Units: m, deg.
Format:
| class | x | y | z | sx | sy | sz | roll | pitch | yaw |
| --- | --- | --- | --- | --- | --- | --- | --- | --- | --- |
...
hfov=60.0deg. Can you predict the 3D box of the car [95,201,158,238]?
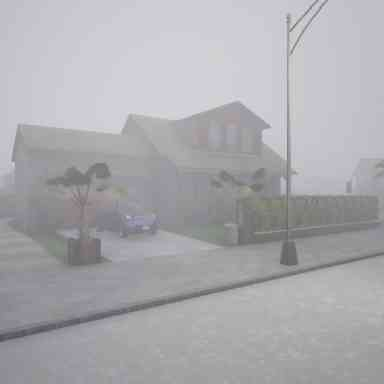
| class | x | y | z | sx | sy | sz | roll | pitch | yaw |
| --- | --- | --- | --- | --- | --- | --- | --- | --- | --- |
| car | -3.041 | 1.174 | 15.278 | 1.845 | 1.501 | 3.633 | 0 | 0 | -38 |
